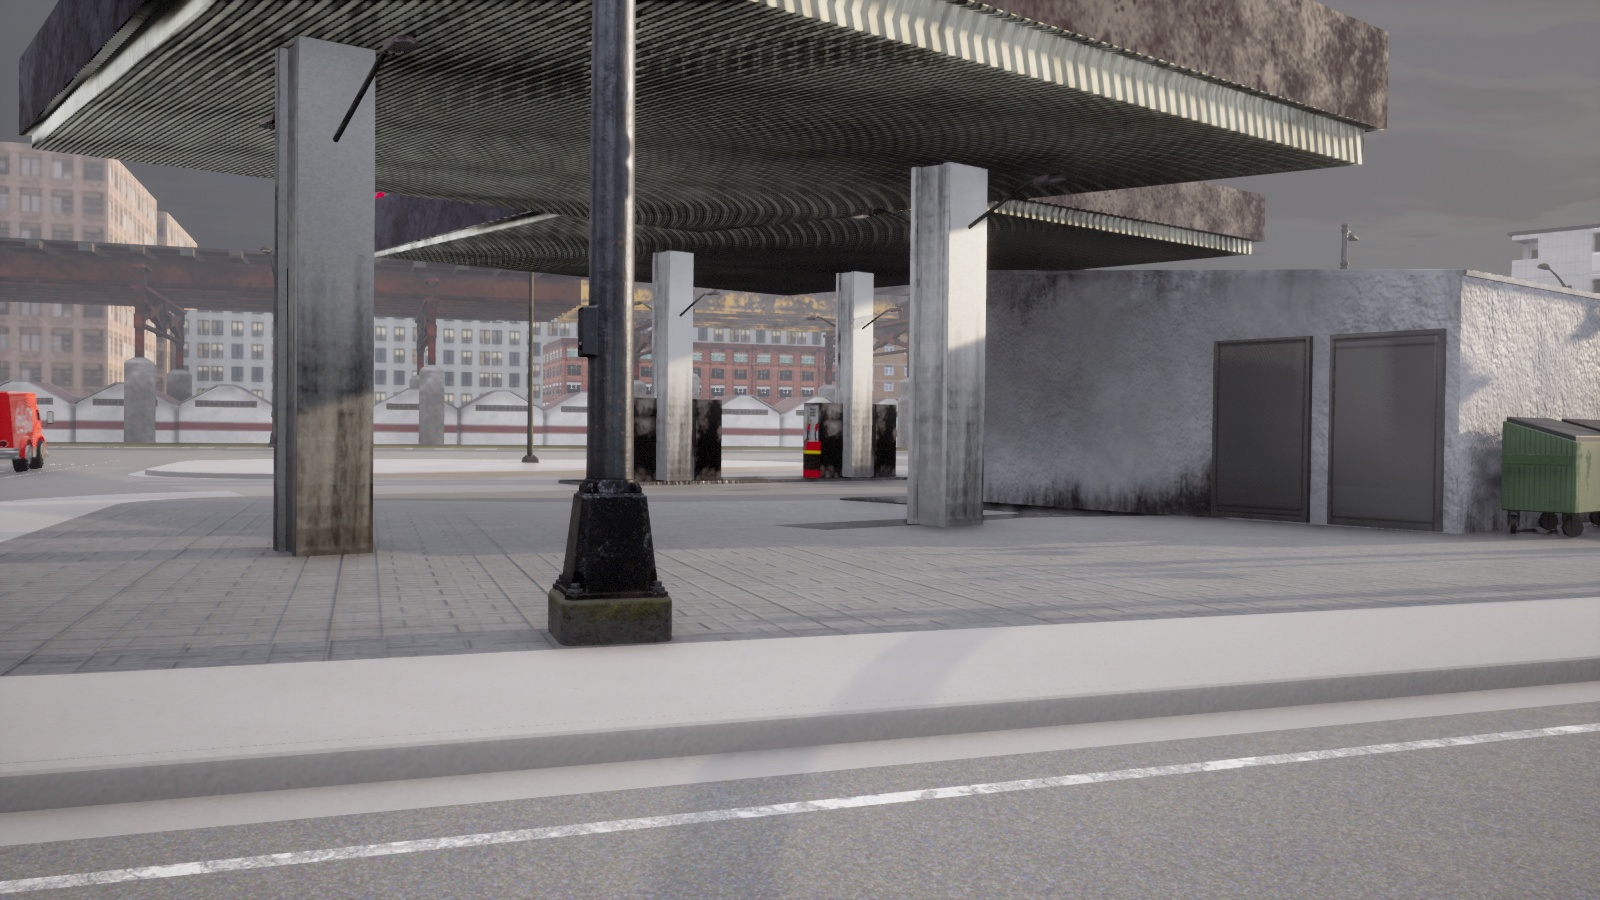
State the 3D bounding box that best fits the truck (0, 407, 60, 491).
[{"bbox_3d":[-25.182,-0.054,39.174,2.627,2.467,5.204,-1,1,-19],"label":"truck"}]
